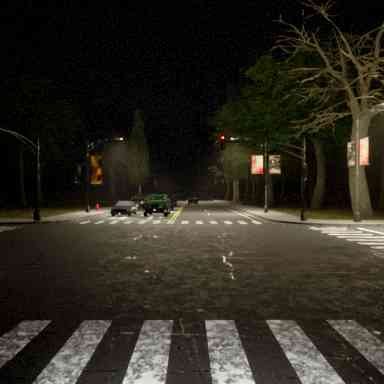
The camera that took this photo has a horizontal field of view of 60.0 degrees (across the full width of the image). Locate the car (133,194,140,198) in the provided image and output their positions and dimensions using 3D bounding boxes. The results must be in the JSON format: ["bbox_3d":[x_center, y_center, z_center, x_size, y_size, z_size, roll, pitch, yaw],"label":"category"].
[{"bbox_3d":[-6.518,1.272,42.816,2.150,2.045,5.566,0,0,0],"label":"car"}]

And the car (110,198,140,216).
[{"bbox_3d":[-6.538,1.567,32.631,2.033,1.411,5.357,0,0,0],"label":"car"}]

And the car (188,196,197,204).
[{"bbox_3d":[0.190,1.740,72.598,1.882,1.535,5.008,0,0,0],"label":"car"}]

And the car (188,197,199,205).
[{"bbox_3d":[0.221,1.673,62.231,2.128,1.511,4.902,0,0,0],"label":"car"}]

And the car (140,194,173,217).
[{"bbox_3d":[-3.289,1.240,32.085,2.150,2.045,5.566,0,0,0],"label":"car"}]

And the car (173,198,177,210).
[{"bbox_3d":[-3.262,1.608,41.496,1.994,1.385,4.181,0,0,1],"label":"car"}]
